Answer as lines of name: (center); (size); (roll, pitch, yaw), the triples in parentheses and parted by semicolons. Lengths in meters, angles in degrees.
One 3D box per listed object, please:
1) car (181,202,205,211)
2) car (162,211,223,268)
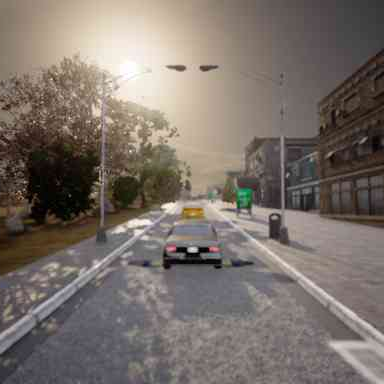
car: (0.095, 1.604, 29.251); (1.882, 1.535, 5.008); (0, 0, 1)
car: (0.014, 1.636, 11.600); (2.033, 1.411, 5.357); (0, 0, 0)
